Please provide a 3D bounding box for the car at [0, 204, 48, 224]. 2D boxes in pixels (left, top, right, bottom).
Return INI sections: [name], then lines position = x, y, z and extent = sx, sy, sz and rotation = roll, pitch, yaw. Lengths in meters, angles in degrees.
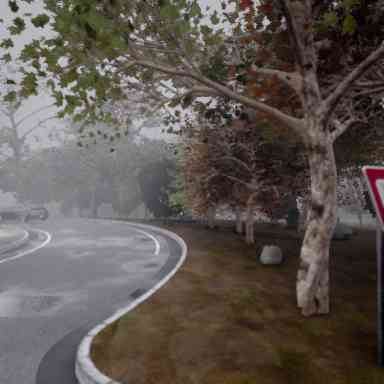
[car]
position = -13.717, 1.683, 26.668
extent = 4.902, 1.511, 2.128
rotation = 0, -1, 28
